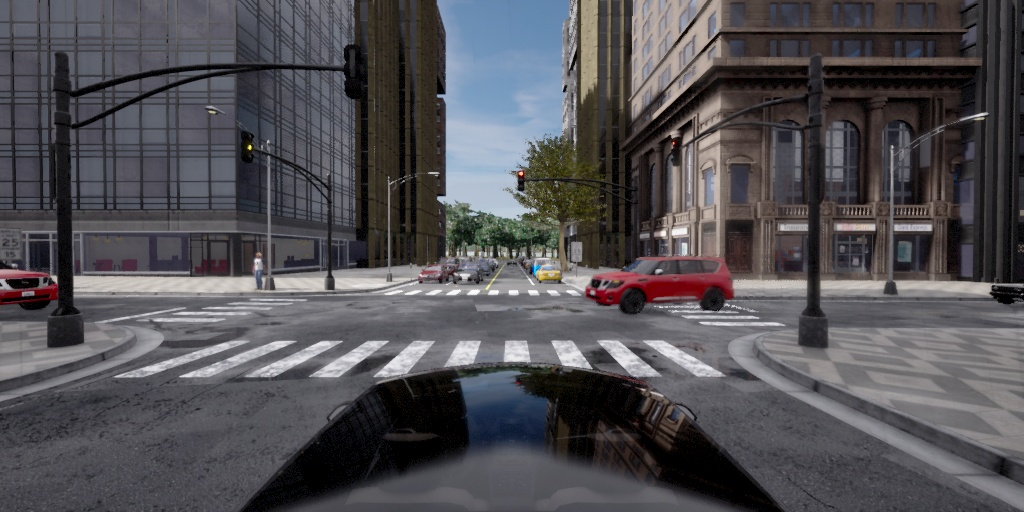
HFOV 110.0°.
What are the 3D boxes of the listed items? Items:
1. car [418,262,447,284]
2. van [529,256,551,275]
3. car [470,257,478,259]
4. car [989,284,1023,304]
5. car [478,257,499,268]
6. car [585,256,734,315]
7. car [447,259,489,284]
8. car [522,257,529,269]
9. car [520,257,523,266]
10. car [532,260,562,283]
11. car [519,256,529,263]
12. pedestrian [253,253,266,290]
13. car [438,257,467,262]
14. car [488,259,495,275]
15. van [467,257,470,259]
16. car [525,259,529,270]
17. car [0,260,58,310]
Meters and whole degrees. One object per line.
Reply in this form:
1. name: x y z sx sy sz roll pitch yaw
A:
1. car: -5.793 1.310 26.989 1.802 1.307 4.207 0 0 0
2. van: 2.726 1.060 32.688 1.690 1.789 3.998 0 0 0
3. car: -5.813 1.011 44.030 2.192 1.841 5.009 0 0 0
4. car: 23.193 1.497 14.890 4.718 1.301 1.895 0 1 0
5. car: -3.140 1.182 46.434 2.128 1.511 4.902 0 0 0
6. car: 5.653 1.015 13.743 5.566 2.045 2.150 0 1 -13
7. car: -3.135 1.220 26.500 2.128 1.511 4.902 0 0 1
8. car: 2.705 1.207 49.897 1.751 1.417 4.829 0 0 0
9. car: 2.699 1.212 55.406 1.888 1.381 4.507 0 0 0
10. car: 2.732 1.254 27.178 1.751 1.417 4.829 0 0 0
11. car: 2.692 1.201 61.085 2.007 1.370 4.403 0 0 0
12. pedestrian: -12.542 0.741 17.809 0.375 1.860 0.375 0 0 0
13. car: -5.800 1.034 32.669 2.192 1.841 5.009 0 0 0
14. car: -3.134 1.260 36.323 2.033 1.411 5.357 0 0 0
15. van: -5.806 1.049 38.350 1.690 1.789 3.998 0 0 0
16. car: 2.719 1.274 38.368 1.948 1.339 4.313 0 0 0
17. car: -18.386 0.841 11.553 5.566 2.045 2.150 1 1 0
